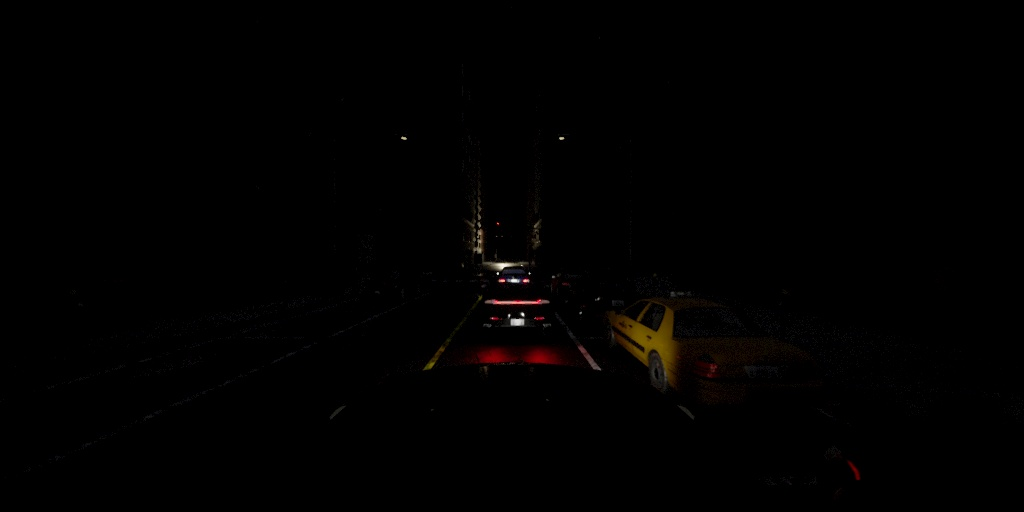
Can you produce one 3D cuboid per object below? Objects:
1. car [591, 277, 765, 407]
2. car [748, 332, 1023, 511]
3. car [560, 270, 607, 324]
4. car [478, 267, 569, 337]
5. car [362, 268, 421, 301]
[{"bbox_3d":[2.874,1.274,6.360,1.751,1.417,4.829,0,0,0],"label":"car"},{"bbox_3d":[2.873,1.301,0.604,2.007,1.370,4.403,0,0,0],"label":"car"},{"bbox_3d":[2.876,1.312,11.776,1.948,1.339,4.313,0,0,0],"label":"car"},{"bbox_3d":[0.104,1.238,10.301,2.128,1.511,4.902,0,0,0],"label":"car"},{"bbox_3d":[-5.668,1.288,17.361,1.888,1.381,4.507,0,0,0],"label":"car"}]
